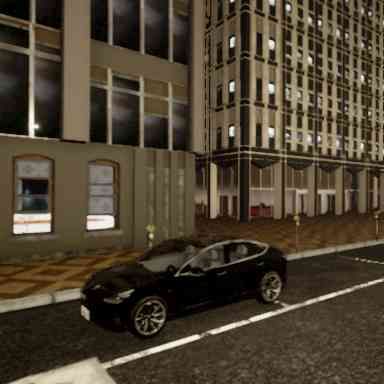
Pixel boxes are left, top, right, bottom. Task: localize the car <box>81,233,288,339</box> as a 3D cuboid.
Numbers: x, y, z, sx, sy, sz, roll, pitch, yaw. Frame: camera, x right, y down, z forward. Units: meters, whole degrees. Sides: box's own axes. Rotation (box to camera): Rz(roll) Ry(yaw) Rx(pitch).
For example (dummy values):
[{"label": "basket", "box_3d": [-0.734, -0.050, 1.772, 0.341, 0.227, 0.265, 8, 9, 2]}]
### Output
[{"label": "car", "box_3d": [0.074, 1.560, 6.586, 4.313, 1.339, 1.947, 0, 1, -35]}]
